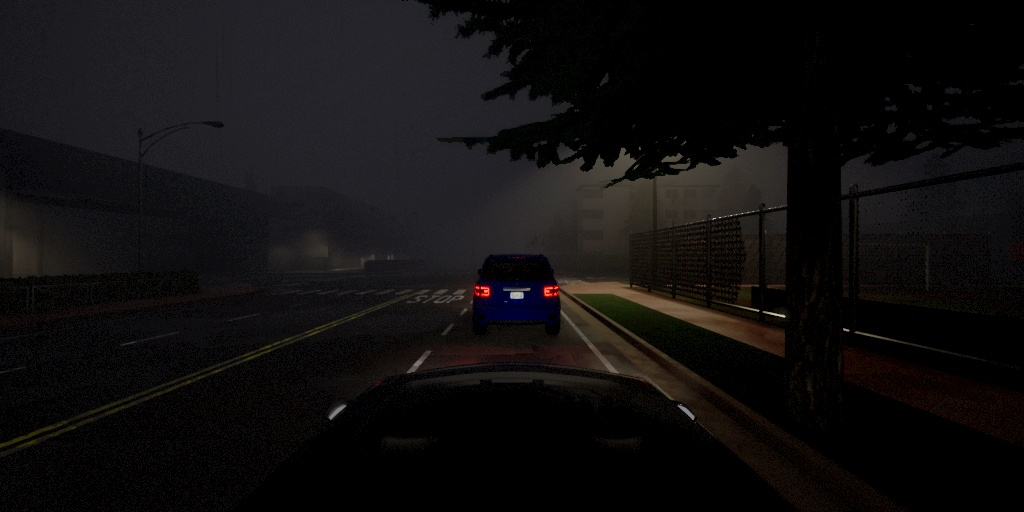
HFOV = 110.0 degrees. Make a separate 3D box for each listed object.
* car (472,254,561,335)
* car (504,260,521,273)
[{"bbox_3d":[0.115,0.971,10.673,2.150,2.045,5.566,0,0,0],"label":"car"},{"bbox_3d":[0.025,1.240,45.548,2.128,1.511,4.902,0,0,0],"label":"car"}]
